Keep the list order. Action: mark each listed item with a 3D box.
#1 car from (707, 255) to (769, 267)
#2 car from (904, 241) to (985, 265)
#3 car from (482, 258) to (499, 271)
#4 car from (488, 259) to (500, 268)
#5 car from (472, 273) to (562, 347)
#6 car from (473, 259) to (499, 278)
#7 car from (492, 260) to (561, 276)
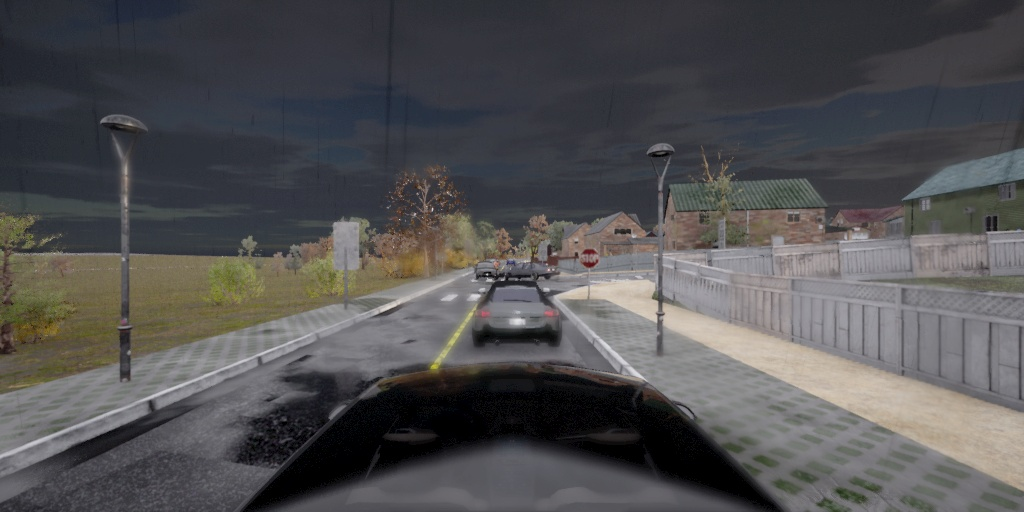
[{"bbox_3d":[14.329,0.408,22.733,4.181,1.385,1.994,-3,0,16],"label":"car"},{"bbox_3d":[23.836,-0.213,20.338,4.902,1.511,2.128,-3,0,14],"label":"car"},{"bbox_3d":[-2.985,1.110,51.038,2.097,1.767,4.553,0,0,0],"label":"car"},{"bbox_3d":[-2.998,1.243,61.074,1.882,1.535,5.008,0,0,0],"label":"car"},{"bbox_3d":[0.081,1.312,9.302,1.994,1.385,4.181,0,0,-1],"label":"car"},{"bbox_3d":[-2.333,1.251,31.221,1.837,1.490,4.892,0,0,-8],"label":"car"},{"bbox_3d":[1.263,1.192,28.320,5.357,1.411,2.033,-4,-3,43],"label":"car"}]
